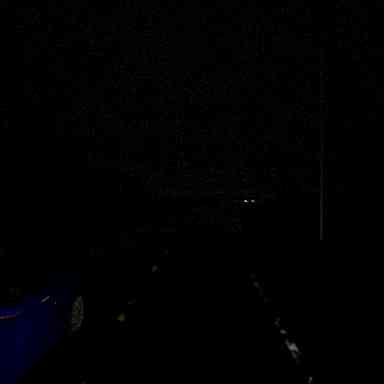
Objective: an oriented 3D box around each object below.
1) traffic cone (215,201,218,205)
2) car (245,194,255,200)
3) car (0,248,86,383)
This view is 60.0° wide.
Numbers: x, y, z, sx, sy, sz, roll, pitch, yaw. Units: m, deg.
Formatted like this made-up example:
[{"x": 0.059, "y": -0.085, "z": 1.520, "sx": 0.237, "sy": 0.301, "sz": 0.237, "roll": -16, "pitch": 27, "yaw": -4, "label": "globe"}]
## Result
[{"x": 4.030, "y": 1.786, "z": 54.978, "sx": 0.340, "sy": 0.580, "sz": 0.340, "roll": 0, "pitch": 0, "yaw": 16, "label": "traffic cone"}, {"x": 14.372, "y": 1.200, "z": 82.263, "sx": 1.882, "sy": 1.535, "sz": 5.008, "roll": 0, "pitch": 0, "yaw": 16, "label": "car"}, {"x": -2.717, "y": 1.514, "z": 3.944, "sx": 1.812, "sy": 1.442, "sz": 4.674, "roll": 0, "pitch": 0, "yaw": 2, "label": "car"}]
